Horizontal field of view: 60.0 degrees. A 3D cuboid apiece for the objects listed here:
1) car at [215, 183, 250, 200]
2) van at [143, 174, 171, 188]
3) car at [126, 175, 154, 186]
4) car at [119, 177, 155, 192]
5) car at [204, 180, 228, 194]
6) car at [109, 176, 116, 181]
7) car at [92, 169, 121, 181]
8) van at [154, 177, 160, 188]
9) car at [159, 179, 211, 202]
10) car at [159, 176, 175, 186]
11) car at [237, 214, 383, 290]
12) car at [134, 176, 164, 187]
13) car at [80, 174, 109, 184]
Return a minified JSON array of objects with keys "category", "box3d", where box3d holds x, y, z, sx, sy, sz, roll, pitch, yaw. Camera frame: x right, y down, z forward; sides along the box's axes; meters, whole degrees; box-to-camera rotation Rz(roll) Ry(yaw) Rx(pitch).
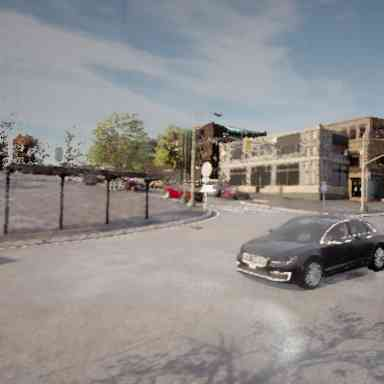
[{"category":"car","box3d":[5.086,0.162,38.513,2.002,1.452,4.674,7,3,34]},{"category":"van","box3d":[-5.523,-1.722,53.049,1.878,1.987,4.442,7,3,34]},{"category":"car","box3d":[-9.004,-1.996,58.049,2.002,1.452,4.674,7,3,34]},{"category":"car","box3d":[-6.607,-0.774,39.505,1.994,1.385,4.181,2,4,-37]},{"category":"car","box3d":[3.358,-0.398,40.960,2.435,2.045,5.566,7,3,34]},{"category":"car","box3d":[-16.001,-3.117,67.919,1.946,1.575,5.366,7,3,33]},{"category":"car","box3d":[-17.885,-3.637,70.151,2.435,2.045,5.566,7,3,33]},{"category":"van","box3d":[-3.757,-1.452,50.604,1.878,1.987,4.442,7,3,34]},{"category":"car","box3d":[-0.769,0.026,31.548,1.882,1.535,5.008,2,4,-36]},{"category":"car","box3d":[-1.962,-0.956,48.267,2.231,1.521,4.892,7,3,34]},{"category":"car","box3d":[3.360,1.394,8.845,4.892,1.490,1.837,-1,1,-34]},{"category":"car","box3d":[-7.138,-1.767,55.756,1.946,1.575,5.366,7,3,34]},{"category":"car","box3d":[-14.980,-2.131,50.904,1.882,1.535,5.008,2,4,-36]}]
